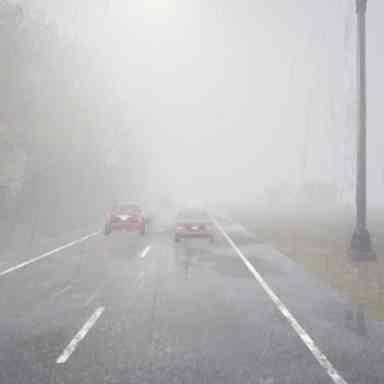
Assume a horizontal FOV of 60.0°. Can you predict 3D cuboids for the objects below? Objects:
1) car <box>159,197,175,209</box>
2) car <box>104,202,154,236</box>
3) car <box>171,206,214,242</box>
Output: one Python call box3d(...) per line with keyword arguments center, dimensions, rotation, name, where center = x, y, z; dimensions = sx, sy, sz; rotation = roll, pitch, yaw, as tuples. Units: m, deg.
box3d(center=(-3.387, 1.503, 44.936), dimensions=(1.837, 1.490, 4.892), rotation=(0, 0, 0), name="car")
box3d(center=(-3.394, 1.354, 18.725), dimensions=(2.097, 1.767, 4.553), rotation=(0, 0, 0), name="car")
box3d(center=(0.103, 1.549, 16.402), dimensions=(2.033, 1.411, 5.357), rotation=(0, 0, 0), name="car")
